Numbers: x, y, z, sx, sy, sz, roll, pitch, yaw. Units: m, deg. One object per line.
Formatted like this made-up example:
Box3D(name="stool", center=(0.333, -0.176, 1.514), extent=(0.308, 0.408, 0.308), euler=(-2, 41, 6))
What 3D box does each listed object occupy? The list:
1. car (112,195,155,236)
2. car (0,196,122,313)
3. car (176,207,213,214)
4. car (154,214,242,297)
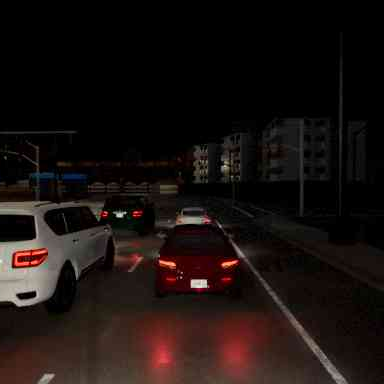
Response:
Box3D(name="car", center=(-3.352, 1.179, 18.147), extent=(2.150, 2.045, 5.566), euler=(0, 0, 0))
Box3D(name="car", center=(-3.383, 1.218, 7.788), extent=(2.150, 2.045, 5.566), euler=(0, 0, 0))
Box3D(name="car", center=(0.115, 1.490, 17.518), extent=(1.812, 1.442, 4.674), euler=(0, 0, 1))
Box3D(name="car", center=(0.120, 1.521, 8.431), extent=(1.812, 1.442, 4.674), euler=(0, 0, 0))
